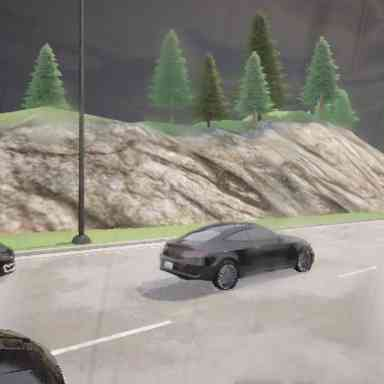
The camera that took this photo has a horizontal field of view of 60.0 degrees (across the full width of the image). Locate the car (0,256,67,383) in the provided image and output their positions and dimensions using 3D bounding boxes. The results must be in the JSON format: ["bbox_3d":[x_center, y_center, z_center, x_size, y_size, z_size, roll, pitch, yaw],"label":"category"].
[{"bbox_3d":[-3.123,1.491,1.519,4.902,1.511,2.128,0,0,-36],"label":"car"}]

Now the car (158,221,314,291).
[{"bbox_3d":[1.328,1.526,9.002,4.674,1.442,1.812,0,0,-36],"label":"car"}]

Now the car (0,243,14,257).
[{"bbox_3d":[-6.755,1.503,7.525,4.892,1.490,1.837,1,0,-36],"label":"car"}]
